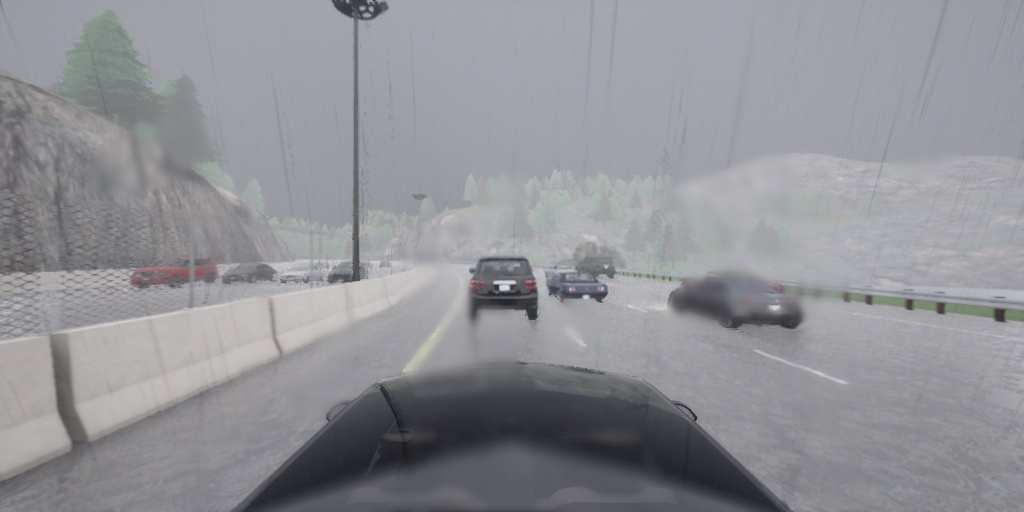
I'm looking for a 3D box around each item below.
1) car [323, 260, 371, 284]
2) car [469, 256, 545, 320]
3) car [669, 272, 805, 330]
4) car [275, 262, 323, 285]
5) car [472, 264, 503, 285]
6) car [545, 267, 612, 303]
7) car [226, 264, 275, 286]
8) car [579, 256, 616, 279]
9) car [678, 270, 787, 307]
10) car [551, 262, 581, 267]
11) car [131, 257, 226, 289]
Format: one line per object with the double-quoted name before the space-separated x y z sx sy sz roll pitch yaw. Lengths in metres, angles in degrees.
"car" -12.880 1.221 28.486 2.097 1.767 4.553 0 0 -10
"car" -0.375 1.012 12.989 2.150 2.045 5.566 0 0 -4
"car" 6.721 1.333 11.280 1.994 1.385 4.181 0 0 -3
"car" -16.370 1.401 28.215 1.812 1.442 4.674 0 0 -9
"car" -2.098 1.395 28.962 2.033 1.411 5.357 0 0 -9
"car" 2.857 1.397 16.899 1.895 1.301 4.718 0 0 -5
"car" -19.772 1.384 27.331 1.837 1.490 4.892 0 0 -9
"car" 7.743 1.065 33.782 2.150 2.045 5.566 0 0 -10
"car" 9.894 1.381 16.625 1.895 1.301 4.718 0 0 -4
"car" 4.364 1.448 32.741 1.895 1.301 4.718 0 0 -9
"car" -22.891 1.099 24.736 2.150 2.045 5.566 0 0 -9
